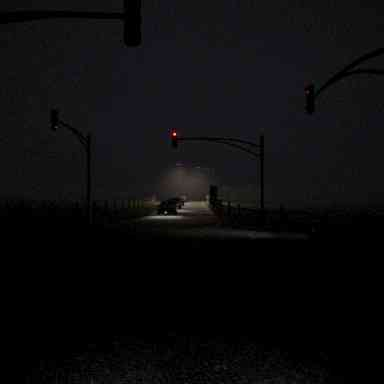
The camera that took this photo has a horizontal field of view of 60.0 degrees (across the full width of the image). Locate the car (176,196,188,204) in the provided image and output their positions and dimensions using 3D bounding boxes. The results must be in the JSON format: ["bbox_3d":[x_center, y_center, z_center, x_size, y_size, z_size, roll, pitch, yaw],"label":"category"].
[{"bbox_3d":[-1.947,1.582,66.634,1.994,1.385,4.181,0,0,2],"label":"car"}]

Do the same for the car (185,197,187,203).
[{"bbox_3d":[-2.190,1.561,54.704,2.033,1.411,5.357,0,0,1],"label":"car"}]

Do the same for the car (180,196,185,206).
[{"bbox_3d":[-2.326,1.514,44.263,1.837,1.490,4.892,0,0,1],"label":"car"}]

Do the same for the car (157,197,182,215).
[{"bbox_3d":[-2.465,1.553,34.216,2.033,1.411,5.357,0,0,0],"label":"car"}]

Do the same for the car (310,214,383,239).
[{"bbox_3d":[8.709,1.800,17.501,4.718,1.301,1.895,1,0,13],"label":"car"}]
